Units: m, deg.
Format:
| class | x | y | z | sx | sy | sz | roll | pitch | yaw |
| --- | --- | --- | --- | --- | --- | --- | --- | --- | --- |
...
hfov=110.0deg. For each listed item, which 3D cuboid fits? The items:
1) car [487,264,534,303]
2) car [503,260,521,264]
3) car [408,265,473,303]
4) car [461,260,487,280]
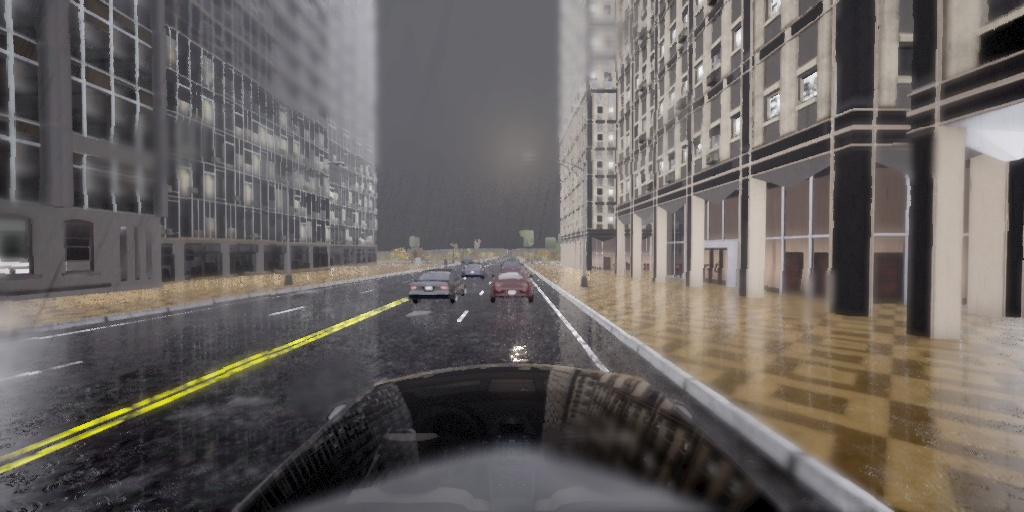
| class | x | y | z | sx | sy | sz | roll | pitch | yaw |
| --- | --- | --- | --- | --- | --- | --- | --- | --- | --- |
| car | 0.000 | 1.275 | 16.503 | 1.812 | 1.442 | 4.674 | 0 | 0 | 0 |
| car | 0.000 | 1.097 | 31.474 | 2.097 | 1.767 | 4.553 | 0 | 0 | 0 |
| car | -3.250 | 1.305 | 16.503 | 2.033 | 1.411 | 5.357 | 0 | 0 | 0 |
| car | -3.250 | 1.303 | 31.505 | 1.994 | 1.385 | 4.181 | 0 | 0 | 0 |
